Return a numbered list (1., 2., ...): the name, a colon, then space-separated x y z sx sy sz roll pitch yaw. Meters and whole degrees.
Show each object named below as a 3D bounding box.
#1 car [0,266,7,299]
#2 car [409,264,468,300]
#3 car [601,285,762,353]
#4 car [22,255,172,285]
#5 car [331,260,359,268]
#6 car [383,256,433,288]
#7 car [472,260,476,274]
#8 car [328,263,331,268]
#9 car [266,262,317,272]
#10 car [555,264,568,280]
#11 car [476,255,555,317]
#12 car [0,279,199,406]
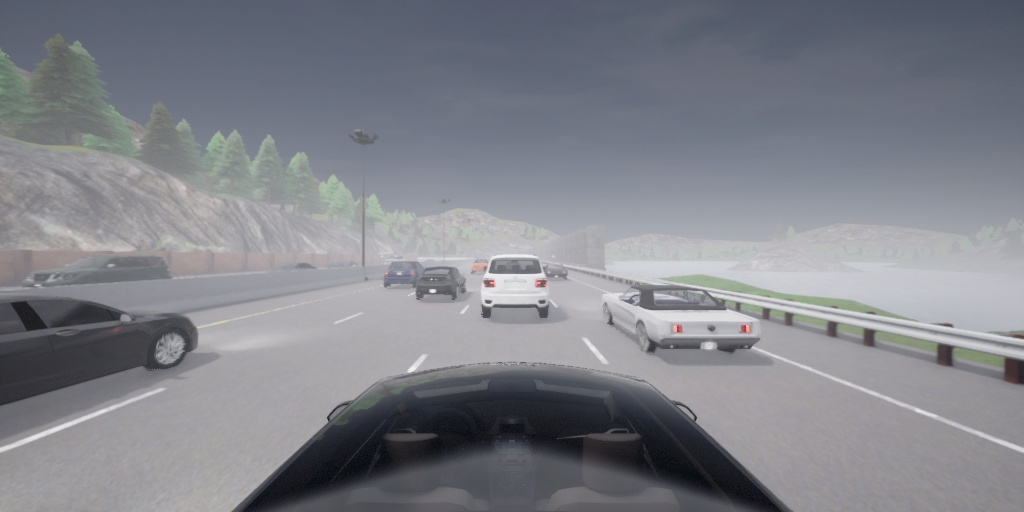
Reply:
1. car: -24.602 1.242 14.275 2.128 1.511 4.902 0 0 0
2. car: -3.404 1.254 17.816 1.837 1.490 4.892 0 0 0
3. car: 3.605 1.350 8.769 1.895 1.301 4.718 0 0 0
4. car: -21.105 0.973 18.729 2.150 2.045 5.566 0 0 0
5. car: -24.546 1.312 53.535 1.994 1.385 4.181 0 0 1
6. car: -6.905 1.101 24.082 2.097 1.767 4.553 0 0 0
7. car: -3.409 1.101 41.293 2.097 1.767 4.553 0 0 0
8. car: -27.987 1.312 58.015 1.994 1.385 4.181 0 0 1
9. car: -17.605 1.257 28.808 1.837 1.490 4.892 0 -1 0
10. car: 3.595 1.350 31.198 1.895 1.301 4.718 0 0 0
11. car: 0.099 0.971 13.275 2.150 2.045 5.566 0 0 0
12. car: -6.901 1.255 4.821 1.837 1.490 4.892 0 0 0
